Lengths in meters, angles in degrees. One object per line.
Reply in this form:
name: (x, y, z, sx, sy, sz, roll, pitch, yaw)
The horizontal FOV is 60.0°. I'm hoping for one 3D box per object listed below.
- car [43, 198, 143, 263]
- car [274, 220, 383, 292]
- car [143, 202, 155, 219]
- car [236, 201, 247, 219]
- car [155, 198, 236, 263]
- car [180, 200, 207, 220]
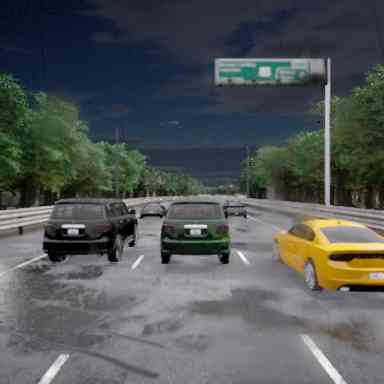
car: (-3.396, 1.230, 12.193, 2.150, 2.045, 5.566, 0, 0, 0)
car: (3.603, 1.483, 8.960, 1.882, 1.535, 5.008, 0, 0, 0)
car: (-3.394, 1.608, 29.774, 1.994, 1.385, 4.181, 0, 0, 0)
car: (3.608, 1.534, 29.227, 2.128, 1.511, 4.902, 0, 0, 0)
car: (0.103, 1.229, 12.129, 2.150, 2.045, 5.566, 0, 0, 0)
car: (0.106, 1.534, 29.245, 2.128, 1.511, 4.902, 0, 0, 0)
